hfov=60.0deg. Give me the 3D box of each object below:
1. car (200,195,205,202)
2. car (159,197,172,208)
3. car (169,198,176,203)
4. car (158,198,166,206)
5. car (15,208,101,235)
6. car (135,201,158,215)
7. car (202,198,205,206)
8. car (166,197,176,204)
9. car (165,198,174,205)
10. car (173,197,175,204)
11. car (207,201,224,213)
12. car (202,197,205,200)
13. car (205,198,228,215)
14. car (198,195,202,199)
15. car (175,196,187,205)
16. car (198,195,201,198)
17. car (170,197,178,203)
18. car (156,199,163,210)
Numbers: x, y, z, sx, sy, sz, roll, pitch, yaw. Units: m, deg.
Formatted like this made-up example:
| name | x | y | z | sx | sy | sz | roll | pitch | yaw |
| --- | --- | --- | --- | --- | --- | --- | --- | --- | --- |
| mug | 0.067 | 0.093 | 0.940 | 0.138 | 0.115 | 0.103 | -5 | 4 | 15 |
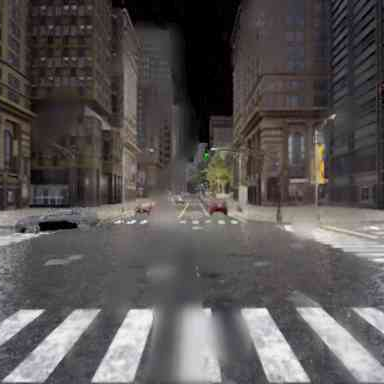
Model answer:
| name | x | y | z | sx | sy | sz | roll | pitch | yaw |
| --- | --- | --- | --- | --- | --- | --- | --- | --- | --- |
| car | 3.247 | 2.039 | 71.909 | 1.967 | 1.590 | 4.097 | 1 | 0 | 0 |
| car | -5.350 | 1.851 | 60.880 | 2.192 | 1.841 | 5.009 | 1 | 0 | 0 |
| car | -5.171 | 2.253 | 88.581 | 1.802 | 1.307 | 4.206 | 1 | 0 | 0 |
| car | -5.425 | 2.002 | 49.797 | 1.887 | 1.381 | 4.507 | 0 | 0 | 0 |
| car | -8.227 | 1.783 | 20.698 | 4.902 | 1.511 | 2.128 | -2 | 1 | -20 |
| car | -5.497 | 1.911 | 38.717 | 1.887 | 1.381 | 4.507 | 0 | 0 | 0 |
| car | 3.137 | 2.062 | 55.285 | 1.947 | 1.339 | 4.313 | 0 | 0 | 0 |
| car | -5.206 | 2.091 | 83.040 | 1.967 | 1.590 | 4.097 | 1 | 0 | 0 |
| car | -5.244 | 2.152 | 77.330 | 1.752 | 1.417 | 4.829 | 1 | 0 | 0 |
| car | -5.278 | 2.041 | 71.960 | 1.967 | 1.590 | 4.097 | 1 | 0 | 0 |
| car | 3.064 | 1.955 | 44.204 | 1.887 | 1.381 | 4.507 | 0 | 0 | 0 |
| car | 3.175 | 2.060 | 60.997 | 1.752 | 1.417 | 4.829 | 1 | 0 | 0 |
| car | 3.030 | 1.680 | 38.666 | 2.192 | 1.841 | 5.009 | 0 | 0 | 0 |
| car | 3.354 | 2.235 | 88.532 | 1.947 | 1.339 | 4.313 | 1 | 0 | 0 |
| car | -2.515 | 2.147 | 73.391 | 2.033 | 1.411 | 5.357 | 0 | 0 | 0 |
| car | 3.392 | 2.212 | 94.243 | 1.752 | 1.417 | 4.829 | 1 | 0 | 0 |
| car | -5.135 | 2.254 | 94.122 | 1.947 | 1.339 | 4.313 | 1 | 0 | 0 |
| car | -5.461 | 1.963 | 44.257 | 2.008 | 1.369 | 4.403 | 0 | 0 | 0 |
